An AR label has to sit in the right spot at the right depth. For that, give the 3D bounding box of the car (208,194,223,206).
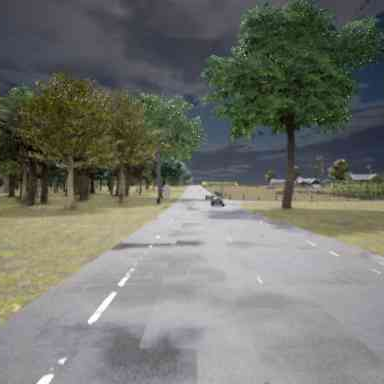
[{"bbox_3d":[3.805,1.345,51.097,1.812,1.442,4.674,0,1,1],"label":"car"}]

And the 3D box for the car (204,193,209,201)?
[{"bbox_3d":[3.728,1.056,70.685,2.128,1.511,4.902,0,1,0],"label":"car"}]
